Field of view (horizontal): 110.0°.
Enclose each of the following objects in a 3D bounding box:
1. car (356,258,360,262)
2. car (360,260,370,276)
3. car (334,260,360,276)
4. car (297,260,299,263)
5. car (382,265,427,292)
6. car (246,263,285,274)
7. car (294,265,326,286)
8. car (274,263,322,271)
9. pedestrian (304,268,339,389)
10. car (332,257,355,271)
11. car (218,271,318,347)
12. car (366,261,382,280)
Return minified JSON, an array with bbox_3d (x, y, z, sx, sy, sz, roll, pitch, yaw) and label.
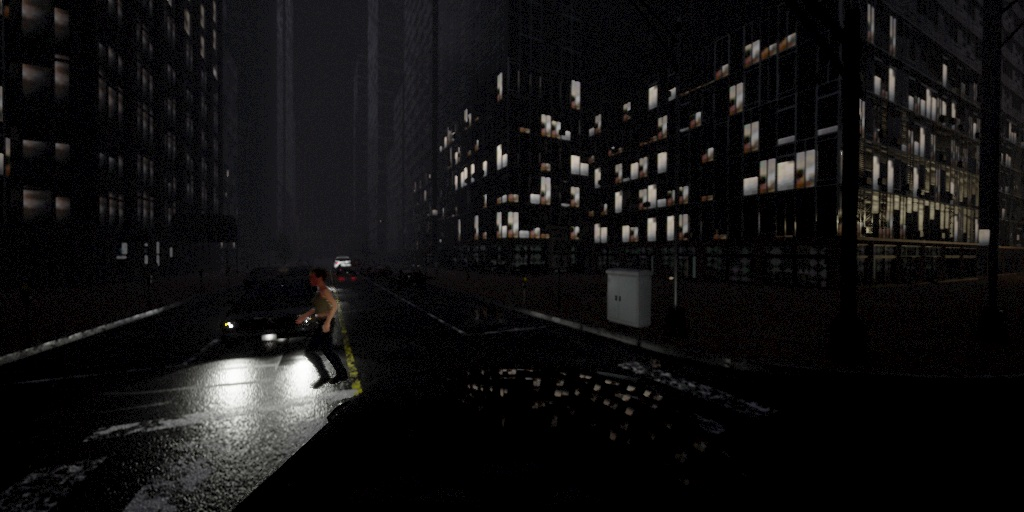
[{"bbox_3d":[-16.768,1.293,41.894,1.967,1.591,4.097,0,0,-27],"label":"car"},{"bbox_3d":[-14.178,1.383,36.874,1.888,1.381,4.507,0,0,-27],"label":"car"},{"bbox_3d":[-18.143,1.449,39.251,1.895,1.301,4.718,0,0,-27],"label":"car"},{"bbox_3d":[-21.062,1.361,33.100,1.751,1.417,4.829,0,0,-27],"label":"car"},{"bbox_3d":[-6.408,1.346,21.815,2.007,1.370,4.403,0,0,-27],"label":"car"},{"bbox_3d":[-15.960,1.373,23.212,1.948,1.339,4.313,0,0,-27],"label":"car"},{"bbox_3d":[-15.357,1.417,27.423,1.895,1.301,4.718,0,0,-27],"label":"car"},{"bbox_3d":[-10.806,1.297,18.604,1.837,1.490,4.892,0,0,-27],"label":"car"},{"bbox_3d":[-2.911,1.053,5.497,0.375,1.860,0.375,-1,1,-27],"label":"pedestrian"},{"bbox_3d":[-23.425,1.101,49.494,2.150,2.045,5.566,0,0,-27],"label":"car"},{"bbox_3d":[-6.307,1.318,9.880,2.033,1.411,5.357,0,0,-27],"label":"car"},{"bbox_3d":[-11.588,1.405,31.854,1.802,1.307,4.207,0,0,-27],"label":"car"}]
